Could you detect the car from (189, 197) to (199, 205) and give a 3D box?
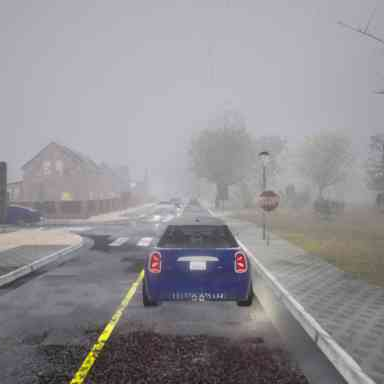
[{"bbox_3d":[0.288,1.679,59.491,2.033,1.411,5.357,0,0,0],"label":"car"}]

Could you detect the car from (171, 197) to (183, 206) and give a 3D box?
[{"bbox_3d":[-2.633,1.635,60.204,1.837,1.490,4.892,0,1,1],"label":"car"}]

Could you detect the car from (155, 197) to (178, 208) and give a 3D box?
[{"bbox_3d":[-2.753,1.577,34.557,1.812,1.442,4.674,0,0,0],"label":"car"}]

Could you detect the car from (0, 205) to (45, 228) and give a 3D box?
[{"bbox_3d":[-12.355,1.609,22.410,4.674,1.442,1.812,0,-1,2],"label":"car"}]

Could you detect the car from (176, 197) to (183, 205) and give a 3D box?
[{"bbox_3d":[-2.687,1.599,49.013,1.837,1.490,4.892,0,-1,0],"label":"car"}]

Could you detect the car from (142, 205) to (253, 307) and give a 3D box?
[{"bbox_3d":[0.115,1.358,8.158,2.097,1.767,4.553,0,0,0],"label":"car"}]
